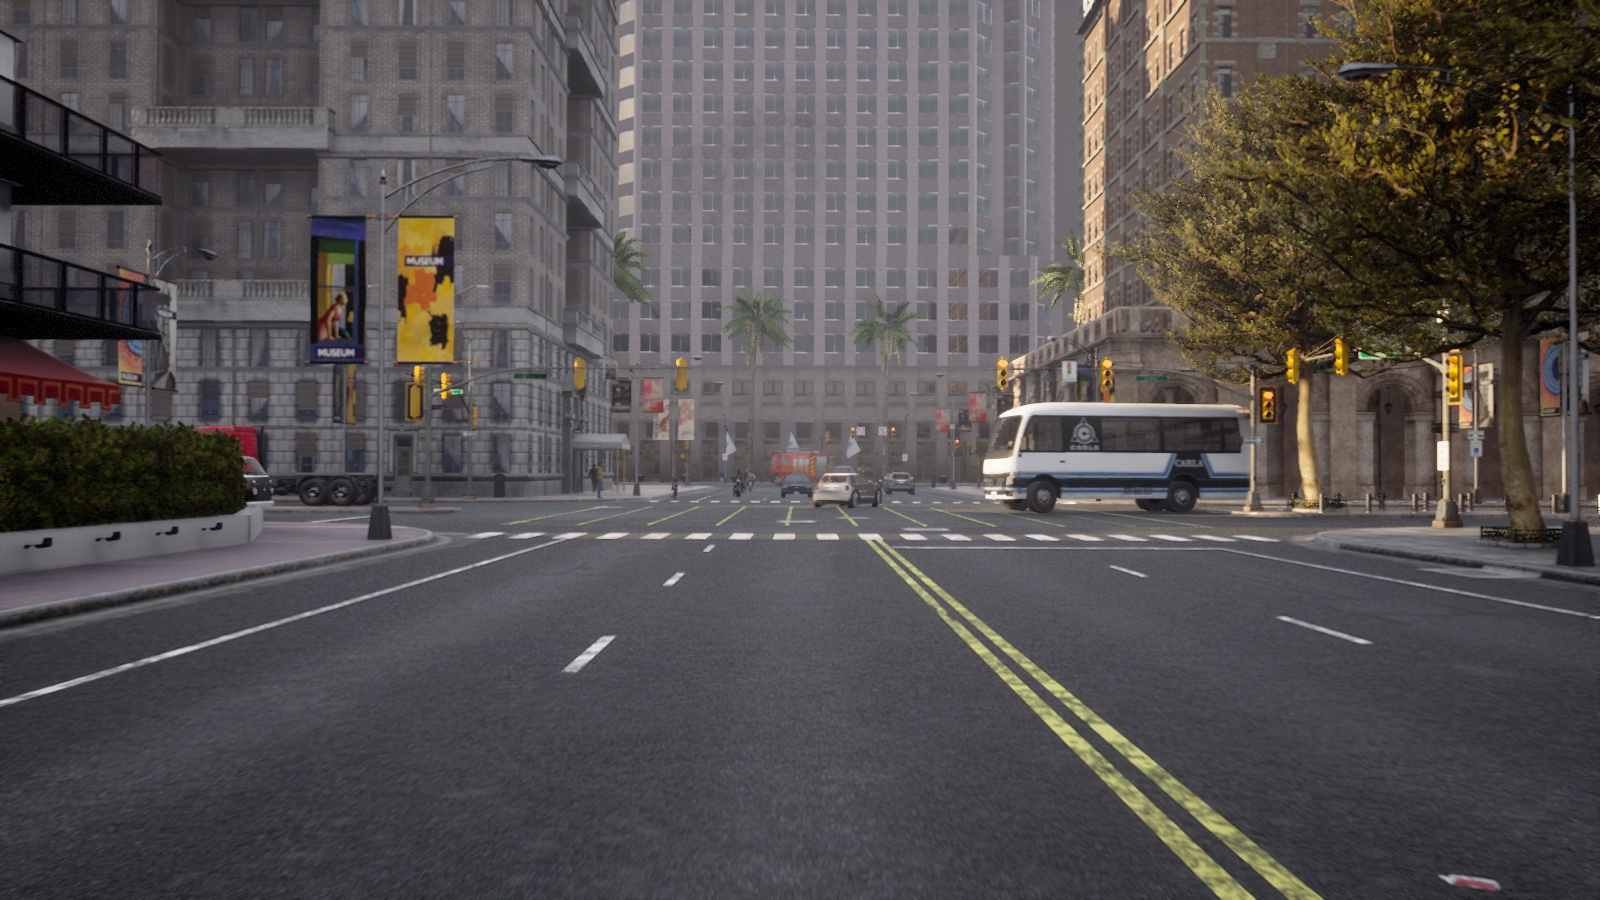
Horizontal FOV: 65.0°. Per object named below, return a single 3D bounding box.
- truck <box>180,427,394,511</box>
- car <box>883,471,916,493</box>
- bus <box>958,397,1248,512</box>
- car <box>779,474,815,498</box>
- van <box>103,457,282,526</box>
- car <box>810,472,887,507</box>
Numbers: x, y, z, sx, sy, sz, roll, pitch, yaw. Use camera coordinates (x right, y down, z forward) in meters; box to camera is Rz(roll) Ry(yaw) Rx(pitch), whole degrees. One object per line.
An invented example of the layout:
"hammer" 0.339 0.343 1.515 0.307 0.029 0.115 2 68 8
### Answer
"truck" -21.774 0.818 53.631 7.936 3.462 2.891 0 -1 0
"car" 6.830 2.197 86.293 1.970 1.475 3.806 0 -1 0
"bus" 11.739 0.214 49.152 10.273 4.253 3.944 0 -2 -10
"car" -0.187 2.115 74.807 2.033 1.411 5.357 0 -1 0
"van" -18.623 1.260 38.645 4.480 2.038 2.069 0 -1 0
"car" 2.136 1.680 54.255 1.970 1.475 3.806 -1 -1 25
